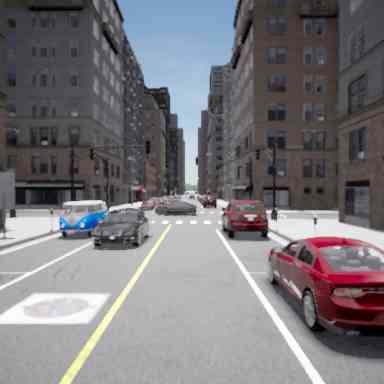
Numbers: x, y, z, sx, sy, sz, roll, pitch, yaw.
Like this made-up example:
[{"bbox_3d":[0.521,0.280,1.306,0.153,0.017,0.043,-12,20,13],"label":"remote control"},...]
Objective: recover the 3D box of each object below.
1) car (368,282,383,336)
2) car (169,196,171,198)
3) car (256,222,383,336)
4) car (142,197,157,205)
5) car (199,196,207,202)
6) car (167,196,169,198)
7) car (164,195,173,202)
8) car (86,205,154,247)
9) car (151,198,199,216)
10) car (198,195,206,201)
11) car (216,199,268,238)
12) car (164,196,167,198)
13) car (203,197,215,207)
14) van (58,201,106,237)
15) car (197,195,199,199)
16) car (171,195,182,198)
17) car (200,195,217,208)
[{"bbox_3d":[2.754,1.569,1.139,1.947,1.339,4.313,-1,0,0],"label":"car"},{"bbox_3d":[-5.764,1.664,66.756,1.752,1.417,4.829,-1,0,0],"label":"car"},{"bbox_3d":[2.754,1.559,6.749,1.887,1.381,4.507,-1,0,0],"label":"car"},{"bbox_3d":[-5.766,1.667,44.906,1.802,1.307,4.206,-1,0,0],"label":"car"},{"bbox_3d":[2.763,1.734,83.440,1.887,1.381,4.507,-1,0,0],"label":"car"},{"bbox_3d":[-5.764,1.690,61.420,1.947,1.339,4.313,-1,0,0],"label":"car"},{"bbox_3d":[-5.764,1.629,83.442,1.967,1.590,4.097,-1,0,0],"label":"car"},{"bbox_3d":[-3.067,1.537,15.240,1.837,1.490,4.892,0,-1,0],"label":"car"},{"bbox_3d":[-1.617,1.602,33.066,4.181,1.385,1.994,0,1,0],"label":"car"},{"bbox_3d":[2.762,1.666,94.451,1.967,1.590,4.097,-1,0,0],"label":"car"},{"bbox_3d":[2.753,1.350,17.968,2.192,1.841,5.009,-1,0,0],"label":"car"},{"bbox_3d":[-5.765,1.635,55.745,1.752,1.417,4.829,-1,0,0],"label":"car"},{"bbox_3d":[2.760,1.636,56.086,1.752,1.417,4.829,-1,0,0],"label":"car"},{"bbox_3d":[-5.772,1.376,17.968,1.690,1.788,3.998,-1,0,0],"label":"van"},{"bbox_3d":[2.762,1.722,77.935,2.008,1.369,4.403,-1,0,0],"label":"car"},{"bbox_3d":[-2.992,1.498,68.224,2.097,1.767,4.553,0,0,0],"label":"car"},{"bbox_3d":[2.756,1.412,50.411,2.192,1.841,5.009,-1,0,0],"label":"car"}]
